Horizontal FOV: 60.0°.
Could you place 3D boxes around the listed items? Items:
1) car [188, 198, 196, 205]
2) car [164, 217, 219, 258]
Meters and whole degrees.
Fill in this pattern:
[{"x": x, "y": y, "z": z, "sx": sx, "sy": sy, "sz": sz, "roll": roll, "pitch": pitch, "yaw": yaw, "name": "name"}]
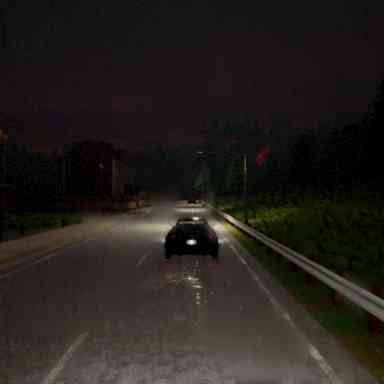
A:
[{"x": -0.001, "y": 2.145, "z": 74.313, "sx": 1.837, "sy": 1.490, "sz": 4.892, "roll": 0, "pitch": -1, "yaw": 0, "name": "car"}, {"x": 0.011, "y": 1.709, "z": 13.400, "sx": 1.994, "sy": 1.385, "sz": 4.181, "roll": 0, "pitch": -1, "yaw": 1, "name": "car"}]
